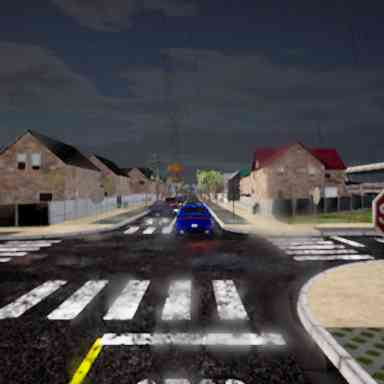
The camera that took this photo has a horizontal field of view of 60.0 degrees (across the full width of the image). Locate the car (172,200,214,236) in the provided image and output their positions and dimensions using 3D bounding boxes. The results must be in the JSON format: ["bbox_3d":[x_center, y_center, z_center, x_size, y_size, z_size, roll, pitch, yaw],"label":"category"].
[{"bbox_3d":[0.124,1.430,18.101,1.882,1.535,5.008,0,0,0],"label":"car"}]

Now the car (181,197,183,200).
[{"bbox_3d":[-2.648,1.433,61.149,2.033,1.411,5.357,0,0,0],"label":"car"}]

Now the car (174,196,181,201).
[{"bbox_3d":[-2.772,1.417,42.979,1.812,1.442,4.674,0,1,0],"label":"car"}]

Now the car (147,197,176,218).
[{"bbox_3d":[-2.799,1.471,29.841,2.033,1.411,5.357,0,0,0],"label":"car"}]
